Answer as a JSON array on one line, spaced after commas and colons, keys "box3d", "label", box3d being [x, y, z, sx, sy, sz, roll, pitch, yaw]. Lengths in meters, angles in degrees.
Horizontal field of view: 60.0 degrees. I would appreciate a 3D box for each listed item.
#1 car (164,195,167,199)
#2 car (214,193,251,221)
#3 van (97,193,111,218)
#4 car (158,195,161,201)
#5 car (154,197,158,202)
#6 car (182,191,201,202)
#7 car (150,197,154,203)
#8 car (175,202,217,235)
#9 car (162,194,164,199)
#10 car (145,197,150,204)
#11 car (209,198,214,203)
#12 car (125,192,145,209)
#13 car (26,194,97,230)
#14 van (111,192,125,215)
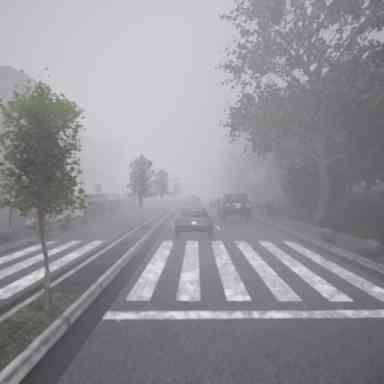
[{"box3d": [-7.783, 0.931, 81.759, 2.097, 1.535, 5.008, 0, 1, 1], "label": "car"}, {"box3d": [3.258, 1.105, 26.296, 2.150, 2.045, 5.566, 0, 0, 0], "label": "car"}, {"box3d": [-8.111, 1.143, 26.272, 1.878, 1.987, 4.442, 0, 0, 0], "label": "van"}, {"box3d": [-7.881, 1.130, 65.217, 2.002, 1.452, 4.674, 0, 1, 0], "label": "car"}, {"box3d": [-7.914, 1.168, 59.640, 2.163, 1.488, 4.792, 0, 1, 0], "label": "car"}, {"box3d": [0.113, 1.137, 42.929, 2.097, 1.767, 4.553, 0, 0, 0], "label": "car"}, {"box3d": [-7.948, 1.223, 54.125, 2.002, 1.452, 4.674, 0, 0, 0], "label": "car"}, {"box3d": [0.106, 1.487, 18.334, 1.994, 1.385, 4.181, 0, 0, 0], "label": "car"}, {"box3d": [-7.849, 1.040, 70.767, 2.231, 1.521, 4.892, 0, 1, 0], "label": "car"}, {"box3d": [-7.980, 1.257, 48.546, 2.163, 1.488, 4.792, 0, 0, 0], "label": "car"}, {"box3d": [3.264, 1.382, 43.384, 1.895, 1.301, 4.718, 0, 0, 0], "label": "car"}, {"box3d": [-8.013, 1.015, 42.999, 2.435, 2.045, 5.566, 0, 0, 0], "label": "car"}, {"box3d": [-8.142, 1.145, 20.814, 2.435, 2.045, 5.566, 0, 0, 0], "label": "car"}, {"box3d": [-8.078, 1.112, 31.819, 1.878, 1.987, 4.442, 0, 0, 0], "label": "van"}]
